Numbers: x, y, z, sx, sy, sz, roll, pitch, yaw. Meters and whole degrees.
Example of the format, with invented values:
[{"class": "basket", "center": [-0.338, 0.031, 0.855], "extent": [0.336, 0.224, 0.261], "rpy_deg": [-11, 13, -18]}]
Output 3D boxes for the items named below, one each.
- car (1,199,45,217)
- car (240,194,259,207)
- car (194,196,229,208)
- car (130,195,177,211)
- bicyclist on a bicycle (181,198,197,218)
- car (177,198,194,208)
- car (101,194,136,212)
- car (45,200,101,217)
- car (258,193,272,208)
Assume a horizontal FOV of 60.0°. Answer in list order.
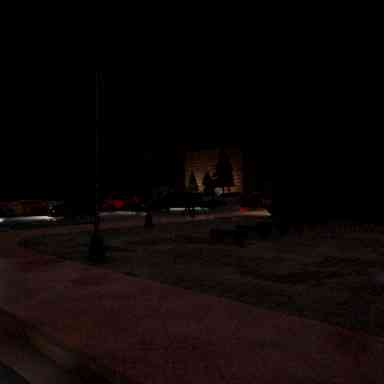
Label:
[{"class": "car", "center": [-15.872, 1.478, 31.496], "extent": [1.882, 1.535, 5.008], "rpy_deg": [0, 0, 40]}, {"class": "car", "center": [9.121, 1.505, 50.010], "extent": [1.837, 1.490, 4.892], "rpy_deg": [0, 0, 41]}, {"class": "car", "center": [2.880, 1.601, 48.231], "extent": [1.895, 1.301, 4.718], "rpy_deg": [0, 0, 40]}, {"class": "car", "center": [-4.491, 1.478, 39.532], "extent": [1.882, 1.535, 5.008], "rpy_deg": [0, 0, 40]}, {"class": "bicyclist on a bicycle", "center": [-0.264, 1.301, 26.744], "extent": [1.656, 1.620, 0.582], "rpy_deg": [0, 0, 40]}, {"class": "car", "center": [-1.586, 1.547, 48.389], "extent": [2.033, 1.411, 5.357], "rpy_deg": [0, 0, 40]}, {"class": "car", "center": [-8.915, 1.224, 39.721], "extent": [2.150, 2.045, 5.566], "rpy_deg": [0, 0, 41]}, {"class": "car", "center": [-11.220, 1.564, 31.569], "extent": [1.994, 1.385, 4.181], "rpy_deg": [0, 0, 40]}, {"class": "car", "center": [12.014, 1.352, 48.004], "extent": [2.097, 1.767, 4.553], "rpy_deg": [0, 0, 41]}]
